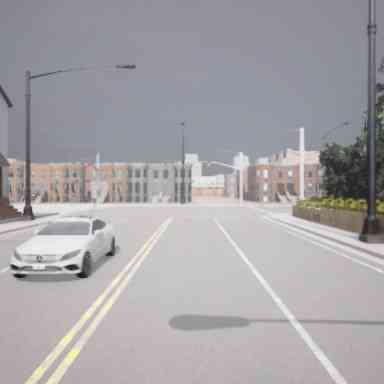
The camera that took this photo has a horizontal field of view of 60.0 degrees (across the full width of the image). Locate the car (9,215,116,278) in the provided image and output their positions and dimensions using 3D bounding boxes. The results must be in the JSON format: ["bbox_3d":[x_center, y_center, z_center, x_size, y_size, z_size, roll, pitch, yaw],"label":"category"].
[{"bbox_3d":[-3.582,1.476,10.117,1.812,1.442,4.674,0,0,0],"label":"car"}]
